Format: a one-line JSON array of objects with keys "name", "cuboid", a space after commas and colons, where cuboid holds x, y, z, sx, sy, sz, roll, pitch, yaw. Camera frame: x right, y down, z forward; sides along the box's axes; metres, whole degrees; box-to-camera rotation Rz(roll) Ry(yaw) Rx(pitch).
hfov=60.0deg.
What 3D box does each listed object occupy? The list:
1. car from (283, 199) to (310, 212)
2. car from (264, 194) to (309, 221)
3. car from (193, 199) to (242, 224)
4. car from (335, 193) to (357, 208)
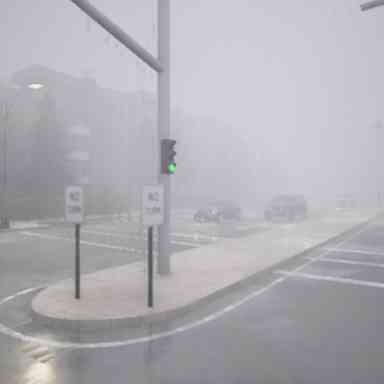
[{"name": "car", "cuboid": [12.836, 1.573, 40.679, 1.994, 1.385, 4.181, 0, 0, 35]}, {"name": "car", "cuboid": [7.873, 1.228, 27.518, 2.150, 2.045, 5.566, 0, 0, 35]}, {"name": "car", "cuboid": [2.013, 1.363, 25.254, 2.097, 1.767, 4.553, 0, 0, 35]}, {"name": "car", "cuboid": [22.285, 1.230, 47.956, 2.150, 2.045, 5.566, 0, 0, 36]}]
